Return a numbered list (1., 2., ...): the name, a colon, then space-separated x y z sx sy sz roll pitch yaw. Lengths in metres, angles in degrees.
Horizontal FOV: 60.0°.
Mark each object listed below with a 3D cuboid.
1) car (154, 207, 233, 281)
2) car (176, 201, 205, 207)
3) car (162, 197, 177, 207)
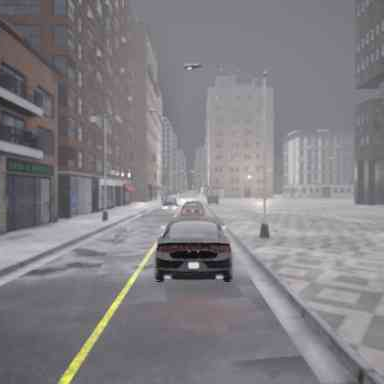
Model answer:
1. car: 0.049 1.431 9.753 1.882 1.535 5.008 0 1 0
2. car: 0.066 1.422 26.576 2.033 1.411 5.357 0 0 0
3. car: -3.085 1.341 47.248 1.994 1.385 4.181 0 0 0
